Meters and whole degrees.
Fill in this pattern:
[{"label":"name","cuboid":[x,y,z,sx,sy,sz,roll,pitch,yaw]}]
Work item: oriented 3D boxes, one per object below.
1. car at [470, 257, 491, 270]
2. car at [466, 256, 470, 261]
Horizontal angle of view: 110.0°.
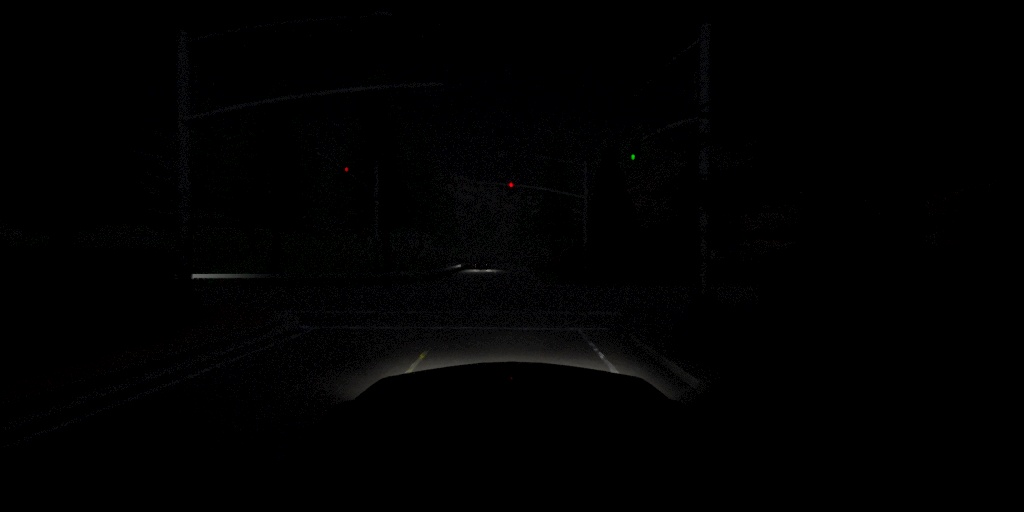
[{"label":"car","cuboid":[-3.565,0.914,43.759,1.837,1.490,4.892,0,1,0]},{"label":"car","cuboid":[-7.996,0.790,64.299,2.033,1.411,5.357,0,1,-43]}]
